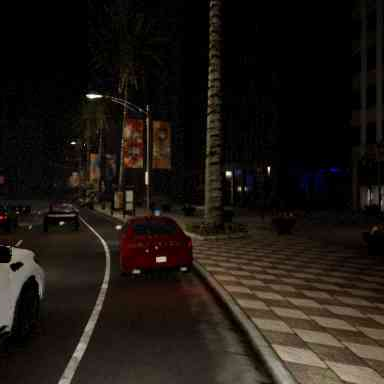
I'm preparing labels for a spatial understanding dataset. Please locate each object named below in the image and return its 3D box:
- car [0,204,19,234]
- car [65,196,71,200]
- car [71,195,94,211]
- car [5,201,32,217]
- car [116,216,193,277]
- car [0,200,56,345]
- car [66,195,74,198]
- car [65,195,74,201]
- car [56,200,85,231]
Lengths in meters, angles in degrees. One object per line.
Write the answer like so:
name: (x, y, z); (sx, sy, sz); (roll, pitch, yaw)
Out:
car: (-11.472, 1.516, 19.589); (1.812, 1.442, 4.674); (0, 0, -22)
car: (-14.020, 1.514, 34.850); (1.812, 1.442, 4.674); (0, 0, -22)
car: (-13.162, 1.471, 40.701); (2.231, 1.521, 4.892); (0, 0, -23)
car: (-16.762, 1.587, 32.299); (1.895, 1.301, 4.718); (0, 0, -22)
car: (-1.321, 1.477, 10.433); (1.882, 1.535, 5.008); (0, 0, -13)
car: (-3.330, 1.221, 3.156); (2.150, 2.045, 5.566); (0, 0, -5)
car: (-24.412, 1.335, 67.836); (2.185, 1.767, 4.553); (0, 0, -23)
car: (-32.534, 1.487, 88.208); (2.161, 1.482, 4.786); (0, 0, -23)
car: (-7.979, 1.486, 20.289); (2.128, 1.511, 4.902); (0, 0, -22)
